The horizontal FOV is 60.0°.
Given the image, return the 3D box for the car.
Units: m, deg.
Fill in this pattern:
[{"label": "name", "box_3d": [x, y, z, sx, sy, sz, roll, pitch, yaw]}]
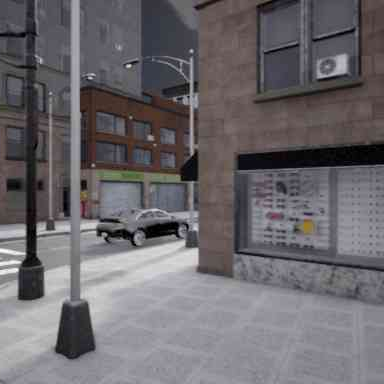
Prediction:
[{"label": "car", "box_3d": [-2.033, 1.459, 15.061, 2.128, 1.511, 4.902, 0, 0, 35]}]
